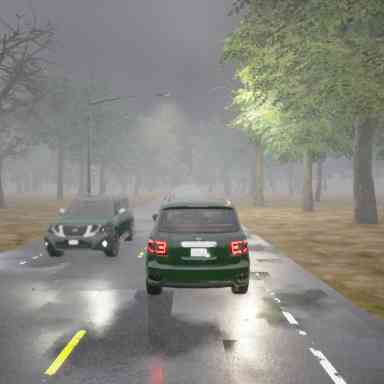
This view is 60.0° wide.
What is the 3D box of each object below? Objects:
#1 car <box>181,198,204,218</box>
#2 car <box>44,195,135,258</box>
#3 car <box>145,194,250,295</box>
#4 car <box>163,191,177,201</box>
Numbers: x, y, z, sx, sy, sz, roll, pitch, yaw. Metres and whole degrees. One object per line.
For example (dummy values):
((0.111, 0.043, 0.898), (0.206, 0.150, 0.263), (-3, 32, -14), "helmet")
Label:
((0.032, 1.327, 28.287), (1.812, 1.442, 4.674), (0, 0, 0), "car")
((-3.626, 1.156, 12.915), (2.150, 2.045, 5.566), (0, 0, 0), "car")
((0.091, 1.188, 8.806), (2.150, 2.045, 5.566), (0, 0, -1), "car")
((-3.607, 0.641, 54.136), (1.994, 1.385, 4.181), (0, 1, 0), "car")
